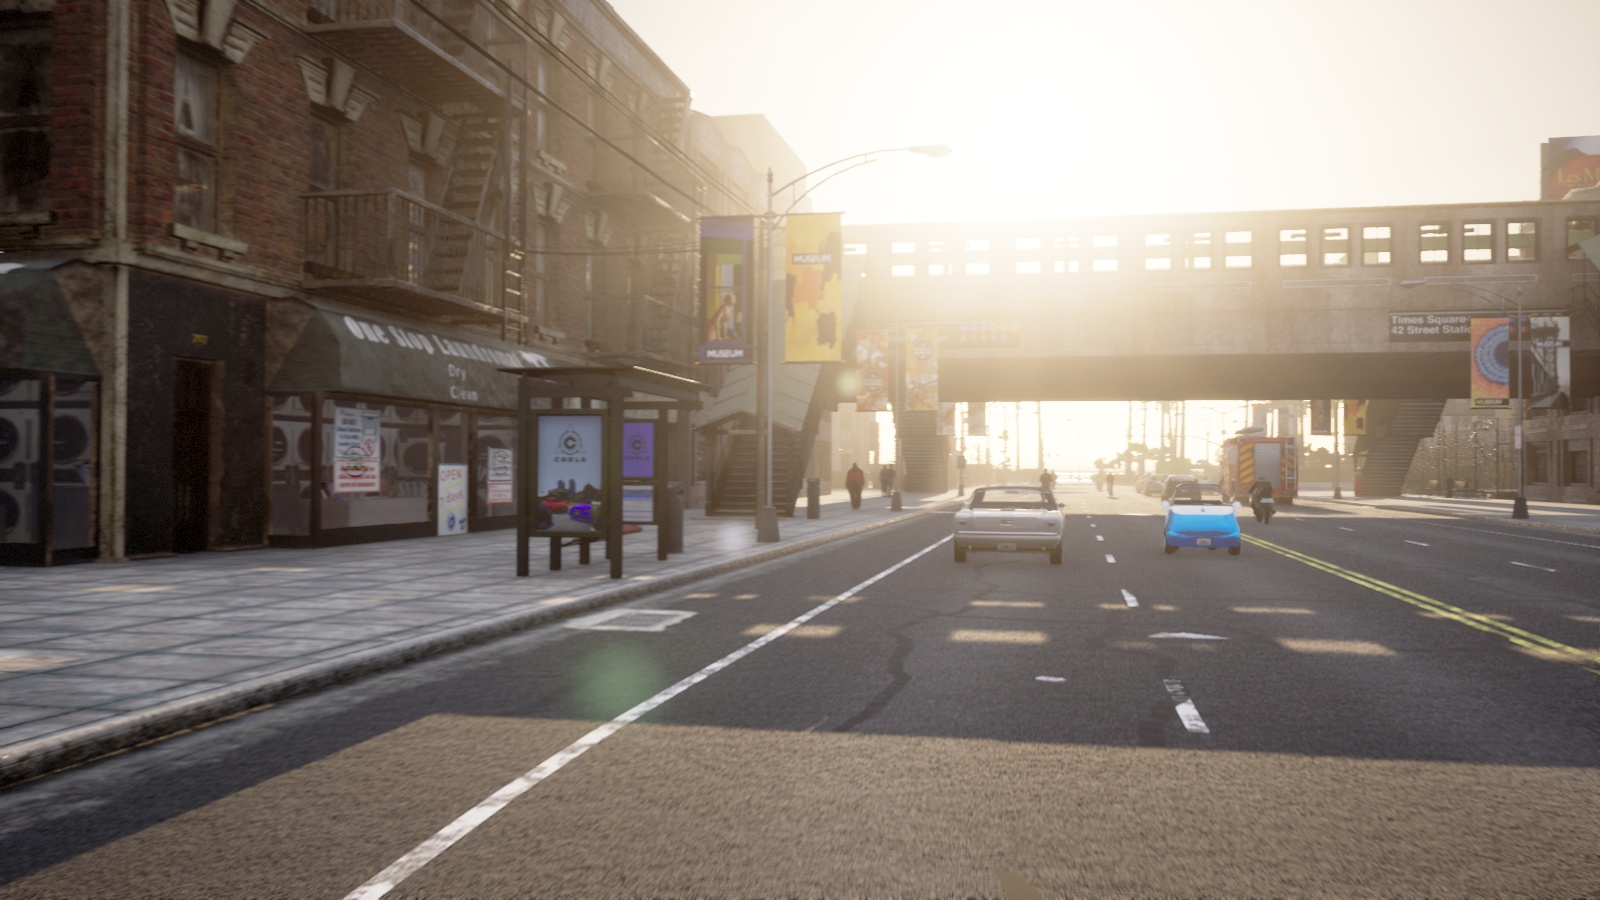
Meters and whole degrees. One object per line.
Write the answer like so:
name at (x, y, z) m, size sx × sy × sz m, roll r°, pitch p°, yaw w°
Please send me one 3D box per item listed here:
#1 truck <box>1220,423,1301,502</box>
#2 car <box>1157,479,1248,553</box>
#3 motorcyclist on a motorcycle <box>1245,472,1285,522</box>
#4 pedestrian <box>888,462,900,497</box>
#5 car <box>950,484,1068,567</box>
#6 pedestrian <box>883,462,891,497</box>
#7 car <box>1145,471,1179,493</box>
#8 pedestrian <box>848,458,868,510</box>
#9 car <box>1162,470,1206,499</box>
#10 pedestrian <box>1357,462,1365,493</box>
truck at (23.987, 0.684, 65.843) m, size 2.891 × 3.827 × 8.468 m, roll 0°, pitch -1°, yaw 13°
car at (7.871, 1.260, 24.687) m, size 1.481 × 1.376 × 2.207 m, roll 0°, pitch -1°, yaw 12°
motorcyclist on a motorcycle at (14.678, 1.473, 39.716) m, size 0.866 × 1.530 × 2.191 m, roll 0°, pitch -1°, yaw 12°
pedestrian at (4.938, 1.567, 66.252) m, size 0.370 × 1.835 × 0.726 m, roll -1°, pitch -1°, yaw 28°
car at (3.909, 1.288, 22.904) m, size 1.895 × 1.301 × 4.718 m, roll 0°, pitch -1°, yaw 12°
pedestrian at (4.682, 1.588, 67.455) m, size 0.331 × 1.846 × 0.634 m, roll 0°, pitch -1°, yaw 14°
car at (24.717, 2.146, 85.759) m, size 1.970 × 1.475 × 3.806 m, roll 0°, pitch -1°, yaw 12°
pedestrian at (2.070, 1.216, 44.794) m, size 0.634 × 1.844 × 0.899 m, roll 0°, pitch -1°, yaw 6°
car at (21.207, 1.895, 69.474) m, size 1.882 × 1.535 × 5.008 m, roll 0°, pitch -1°, yaw 12°
pedestrian at (33.505, 1.631, 75.003) m, size 0.345 × 1.836 × 0.594 m, roll 0°, pitch -1°, yaw 13°
